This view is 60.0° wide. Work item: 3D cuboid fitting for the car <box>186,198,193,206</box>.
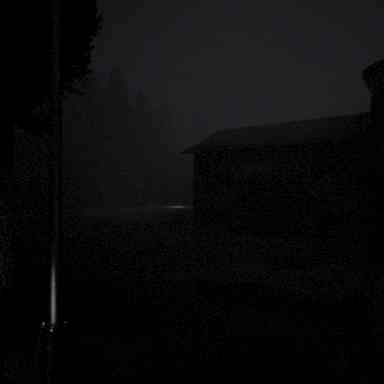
[{"bbox_3d":[1.091,1.310,50.736,2.128,1.511,4.902,0,0,36],"label":"car"}]
